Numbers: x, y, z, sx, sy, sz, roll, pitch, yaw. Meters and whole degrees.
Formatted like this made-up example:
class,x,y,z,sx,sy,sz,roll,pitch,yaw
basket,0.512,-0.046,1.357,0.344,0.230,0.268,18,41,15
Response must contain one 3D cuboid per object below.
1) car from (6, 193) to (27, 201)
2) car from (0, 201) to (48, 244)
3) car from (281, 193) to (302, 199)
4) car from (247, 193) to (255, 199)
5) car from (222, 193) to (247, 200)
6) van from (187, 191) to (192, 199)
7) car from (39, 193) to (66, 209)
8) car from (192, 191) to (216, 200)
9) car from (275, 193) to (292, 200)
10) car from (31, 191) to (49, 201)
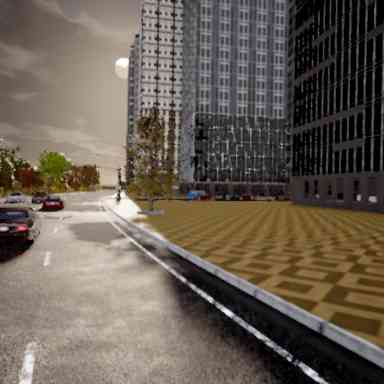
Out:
class,x,y,z,sx,sy,sz,roll,pitch,yaw
car,-24.835,0.809,47.200,1.812,1.442,4.674,1,0,-15
car,-7.542,1.327,14.176,2.033,1.411,5.357,1,0,-20
car,23.383,0.964,78.225,4.313,1.339,1.947,0,1,-11
car,12.210,0.871,76.090,4.507,1.381,1.887,0,1,-11
car,8.196,0.976,66.712,4.313,1.339,1.947,0,1,-11
van,1.018,0.596,74.053,3.998,1.788,1.690,0,1,-11
car,-14.639,1.080,35.472,1.994,1.385,4.181,1,0,-17
car,2.621,0.816,65.582,4.097,1.590,1.967,0,1,-11
car,19.356,1.062,68.920,4.206,1.307,1.802,0,1,-11
car,-21.697,0.693,48.053,2.097,1.767,4.553,1,0,-15
